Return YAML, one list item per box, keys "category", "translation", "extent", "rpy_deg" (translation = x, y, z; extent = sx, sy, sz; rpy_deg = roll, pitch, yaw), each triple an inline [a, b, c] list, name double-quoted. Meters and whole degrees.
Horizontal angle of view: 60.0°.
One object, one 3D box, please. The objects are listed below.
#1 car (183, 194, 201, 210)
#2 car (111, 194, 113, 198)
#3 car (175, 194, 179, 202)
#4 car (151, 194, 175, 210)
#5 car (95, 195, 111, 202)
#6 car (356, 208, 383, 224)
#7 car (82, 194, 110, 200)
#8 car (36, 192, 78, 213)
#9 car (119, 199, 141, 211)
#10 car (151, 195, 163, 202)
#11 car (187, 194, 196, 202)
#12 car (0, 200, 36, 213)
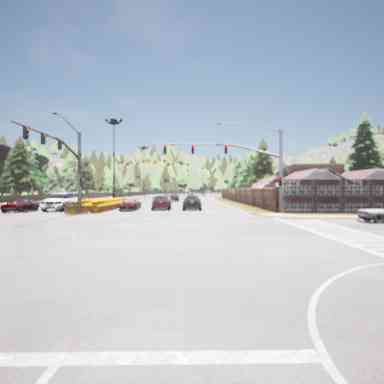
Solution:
- category: "car"
  translation: [0.011, 1.165, 39.344]
  extent: [2.097, 1.767, 4.553]
  rpy_deg: [0, 0, 0]
- category: "car"
  translation: [-14.163, 0.929, 64.987]
  extent: [2.150, 2.045, 5.566]
  rpy_deg: [0, 0, 0]
- category: "car"
  translation: [-3.651, 1.158, 68.131]
  extent: [1.882, 1.535, 5.008]
  rpy_deg: [0, 1, 0]
- category: "car"
  translation: [-3.489, 1.169, 39.352]
  extent: [2.097, 1.767, 4.553]
  rpy_deg: [0, 0, 0]
- category: "car"
  translation: [-17.650, 1.303, 65.988]
  extent: [1.895, 1.301, 4.718]
  rpy_deg: [0, 0, 0]
- category: "car"
  translation: [14.064, 1.476, 23.022]
  extent: [4.718, 1.301, 1.895]
  rpy_deg: [0, 0, 2]
- category: "car"
  translation: [-14.195, 1.133, 49.466]
  extent: [2.097, 1.767, 4.553]
  rpy_deg: [0, 0, 0]
- category: "car"
  translation: [-14.179, 1.067, 35.736]
  extent: [2.150, 2.045, 5.566]
  rpy_deg: [0, 0, 0]
- category: "car"
  translation: [-6.986, 1.427, 38.069]
  extent: [1.895, 1.301, 4.718]
  rpy_deg: [0, 0, 0]
- category: "car"
  translation: [-7.154, 1.284, 68.303]
  extent: [1.895, 1.301, 4.718]
  rpy_deg: [0, 0, 0]
- category: "car"
  translation: [-0.151, 1.182, 68.090]
  extent: [1.837, 1.490, 4.892]
  rpy_deg: [0, 1, 0]
- category: "car"
  translation: [-17.672, 1.457, 34.372]
  extent: [1.895, 1.301, 4.718]
  rpy_deg: [0, 0, 0]
